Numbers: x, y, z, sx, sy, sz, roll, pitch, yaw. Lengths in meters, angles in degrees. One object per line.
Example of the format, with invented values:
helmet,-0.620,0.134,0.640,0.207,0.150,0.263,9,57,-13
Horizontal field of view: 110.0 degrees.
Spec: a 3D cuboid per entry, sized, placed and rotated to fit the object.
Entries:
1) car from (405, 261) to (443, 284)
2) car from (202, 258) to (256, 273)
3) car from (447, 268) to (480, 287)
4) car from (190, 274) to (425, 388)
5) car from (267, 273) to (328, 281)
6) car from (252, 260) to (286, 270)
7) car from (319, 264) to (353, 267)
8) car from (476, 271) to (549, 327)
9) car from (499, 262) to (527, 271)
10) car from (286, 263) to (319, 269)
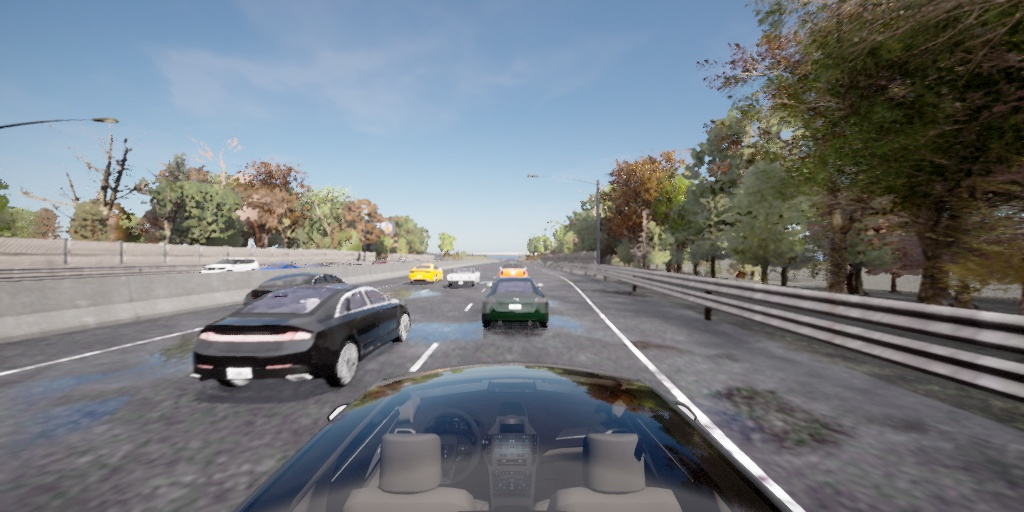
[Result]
car,-6.909,1.397,29.254,1.882,1.535,5.008,0,0,0
car,-28.010,1.185,36.037,2.150,2.045,5.566,0,0,-1
car,-3.411,1.500,26.096,1.895,1.301,4.718,0,0,0
car,-3.420,1.273,6.935,2.128,1.511,4.902,0,0,0
car,-6.909,1.319,12.458,1.837,1.490,4.892,0,0,0
car,-24.591,1.457,38.099,1.882,1.535,5.008,0,0,0
car,-17.598,1.575,37.245,1.895,1.301,4.718,0,0,0
car,0.090,1.374,11.848,1.994,1.385,4.181,0,0,0
car,0.088,1.259,27.390,2.097,1.767,4.553,0,0,0
car,-21.094,1.527,38.092,2.033,1.411,5.357,0,0,0
